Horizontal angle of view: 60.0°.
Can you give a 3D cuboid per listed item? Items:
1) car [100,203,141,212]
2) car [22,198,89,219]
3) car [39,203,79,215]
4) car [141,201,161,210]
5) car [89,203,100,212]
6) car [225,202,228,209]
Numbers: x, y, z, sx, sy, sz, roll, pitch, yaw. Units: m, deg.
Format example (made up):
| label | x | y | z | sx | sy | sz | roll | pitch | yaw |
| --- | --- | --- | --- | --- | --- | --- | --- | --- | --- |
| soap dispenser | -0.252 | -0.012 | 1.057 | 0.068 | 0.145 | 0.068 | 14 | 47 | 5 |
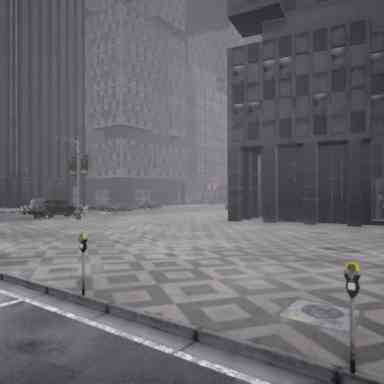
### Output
| label | x | y | z | sx | sy | sz | roll | pitch | yaw |
| --- | --- | --- | --- | --- | --- | --- | --- | --- | --- |
| car | -10.663 | 2.287 | 50.068 | 2.033 | 1.411 | 5.357 | 0 | -1 | 36 |
| car | -13.856 | 1.659 | 34.143 | 2.150 | 2.045 | 5.566 | 0 | -1 | 36 |
| car | -16.632 | 2.109 | 41.775 | 1.994 | 1.385 | 4.181 | 0 | -1 | 35 |
| car | -7.730 | 2.410 | 59.650 | 1.882 | 1.535 | 5.008 | 0 | -1 | 36 |
| car | -13.746 | 2.337 | 51.345 | 1.895 | 1.301 | 4.718 | 0 | -1 | 36 |
| car | 8.285 | 2.510 | 64.986 | 2.097 | 1.767 | 4.553 | 0 | -1 | 35 |
